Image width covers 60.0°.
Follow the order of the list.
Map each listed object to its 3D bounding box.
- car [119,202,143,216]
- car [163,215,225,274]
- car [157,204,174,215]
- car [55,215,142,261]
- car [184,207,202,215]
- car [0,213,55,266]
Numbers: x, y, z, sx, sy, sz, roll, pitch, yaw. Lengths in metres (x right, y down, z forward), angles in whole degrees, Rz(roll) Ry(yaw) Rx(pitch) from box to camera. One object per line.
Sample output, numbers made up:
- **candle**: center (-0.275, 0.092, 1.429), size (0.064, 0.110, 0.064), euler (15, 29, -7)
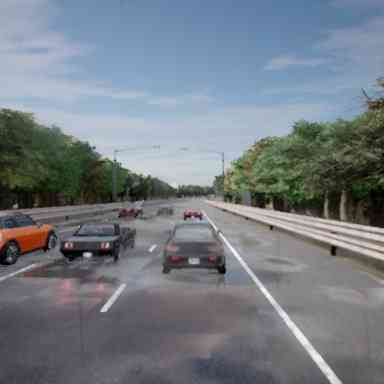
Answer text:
- **car**: center (-6.910, 2.012, 38.174), size (2.097, 1.767, 4.553), euler (0, -1, 0)
- **car**: center (0.067, 1.712, 11.174), size (1.812, 1.442, 4.674), euler (0, -1, 0)
- **car**: center (-3.411, 2.287, 43.924), size (1.812, 1.442, 4.674), euler (0, -1, 0)
- **car**: center (-3.425, 1.823, 13.183), size (1.895, 1.301, 4.718), euler (0, -1, 0)
- **car**: center (0.091, 2.211, 35.332), size (1.895, 1.301, 4.718), euler (0, -1, 0)
- **car**: center (-6.928, 1.562, 12.564), size (2.097, 1.767, 4.553), euler (0, -1, 0)
